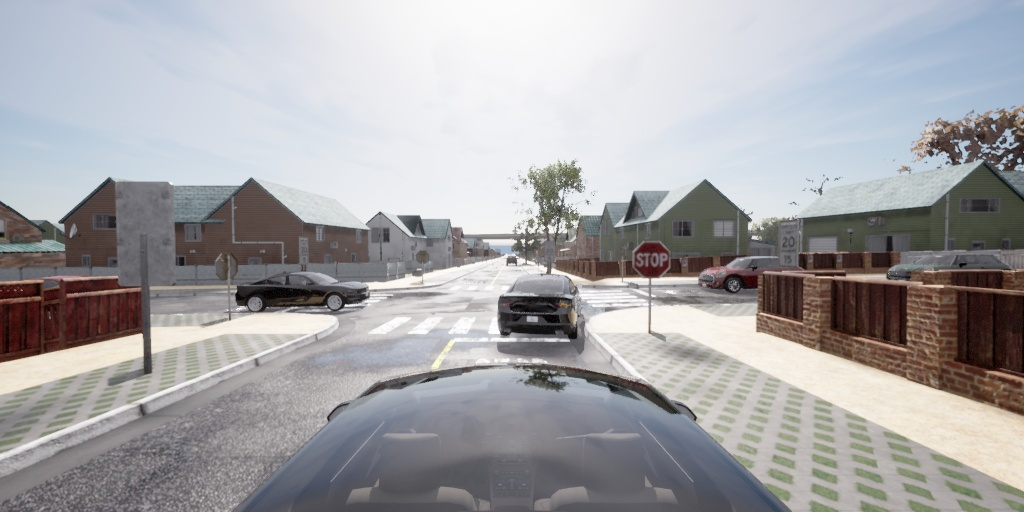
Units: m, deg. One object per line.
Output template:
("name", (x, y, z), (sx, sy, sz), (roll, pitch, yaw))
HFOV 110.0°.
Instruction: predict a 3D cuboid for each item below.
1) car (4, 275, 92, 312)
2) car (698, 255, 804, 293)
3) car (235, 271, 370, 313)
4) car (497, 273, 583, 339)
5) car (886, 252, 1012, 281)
("car", (-18.028, 1.544, 14.670), (5.008, 1.535, 1.882), (-1, 2, 0))
("car", (11.798, 0.818, 17.831), (4.553, 1.767, 2.097), (-1, 2, 0))
("car", (-8.476, 1.374, 14.737), (5.008, 1.535, 1.882), (-1, 2, 0))
("car", (0.953, 1.223, 10.216), (1.882, 1.535, 5.008), (0, 0, 12))
("car", (21.693, 0.643, 17.908), (4.553, 1.767, 2.097), (-1, 2, 0))
